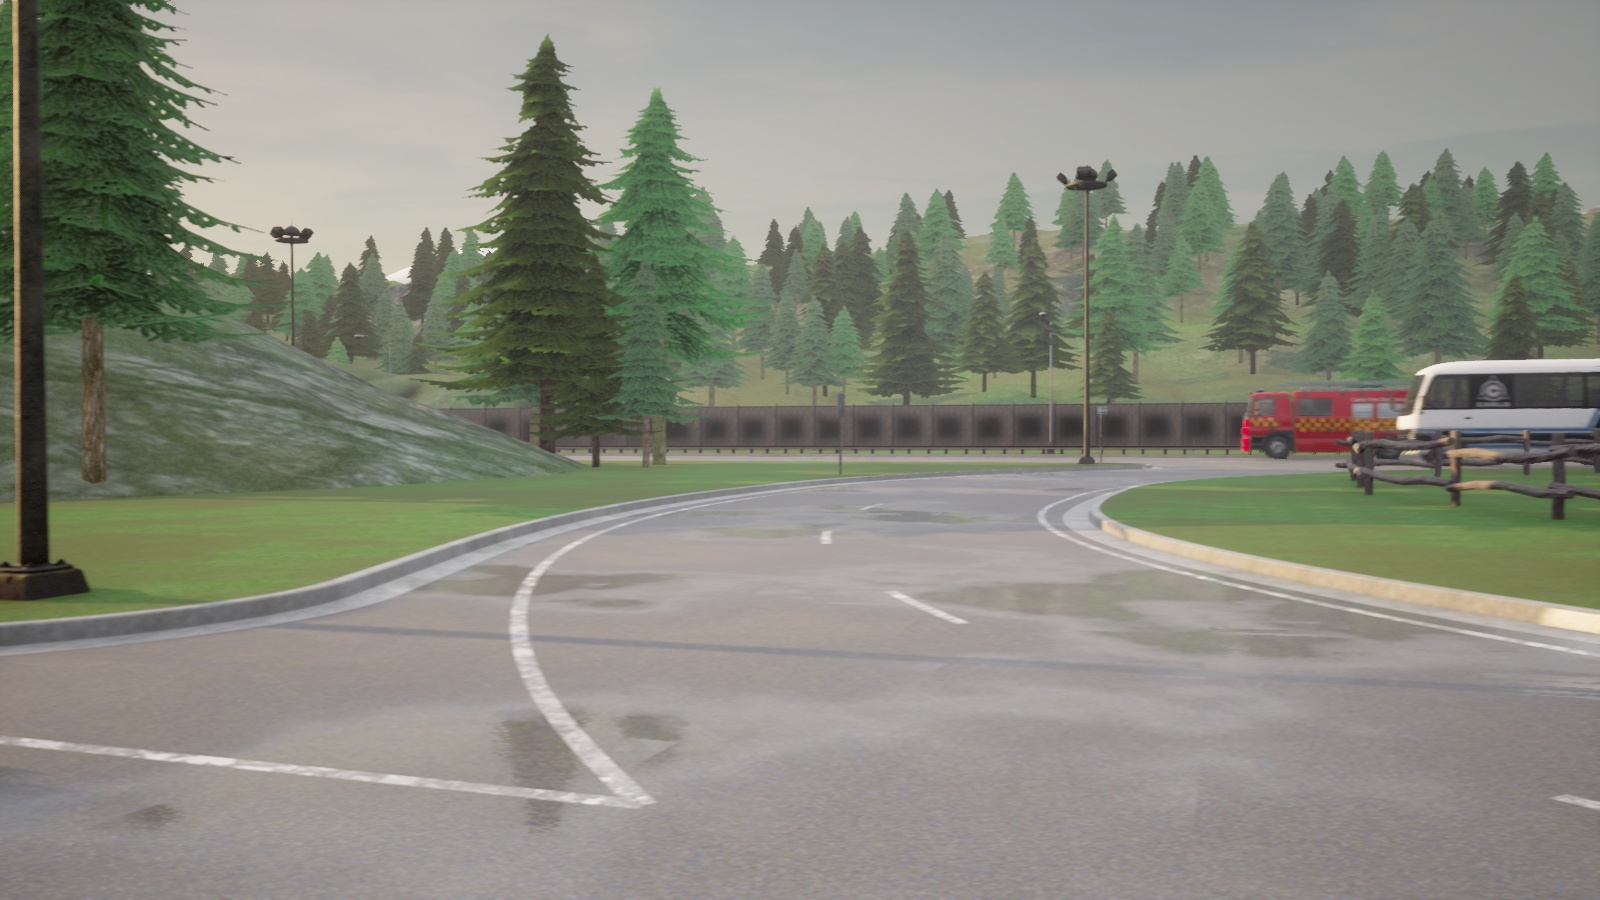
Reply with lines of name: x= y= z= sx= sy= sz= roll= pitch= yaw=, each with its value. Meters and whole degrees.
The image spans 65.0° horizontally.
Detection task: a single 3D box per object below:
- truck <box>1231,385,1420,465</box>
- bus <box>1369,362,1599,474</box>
truck: x=25.897 y=-1.240 z=62.379 sx=8.468 sy=3.827 sz=2.891 roll=1 pitch=1 yaw=18
bus: x=28.698 y=-1.249 z=50.378 sx=10.273 sy=4.253 sz=3.944 roll=1 pitch=1 yaw=18
